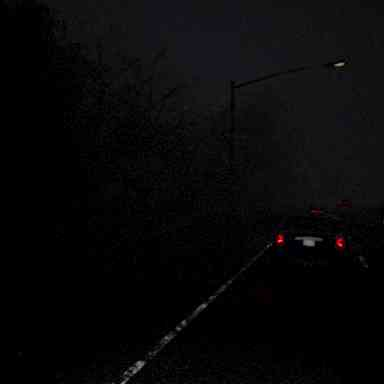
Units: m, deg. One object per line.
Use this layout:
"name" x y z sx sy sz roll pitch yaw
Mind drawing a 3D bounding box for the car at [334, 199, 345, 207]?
"car" 30.128 2.290 67.854 1.812 1.442 4.674 1 0 22

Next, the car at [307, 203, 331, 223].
"car" 11.367 1.811 29.742 1.837 1.490 4.892 1 0 22

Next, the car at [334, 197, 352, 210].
"car" 24.999 1.849 54.654 2.150 2.045 5.566 1 0 22

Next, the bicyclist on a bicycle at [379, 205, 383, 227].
"bicyclist on a bicycle" 13.679 1.767 23.715 0.582 1.620 1.656 1 -1 22

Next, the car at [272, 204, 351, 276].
"car" 4.036 1.464 11.225 2.097 1.767 4.553 1 0 22
